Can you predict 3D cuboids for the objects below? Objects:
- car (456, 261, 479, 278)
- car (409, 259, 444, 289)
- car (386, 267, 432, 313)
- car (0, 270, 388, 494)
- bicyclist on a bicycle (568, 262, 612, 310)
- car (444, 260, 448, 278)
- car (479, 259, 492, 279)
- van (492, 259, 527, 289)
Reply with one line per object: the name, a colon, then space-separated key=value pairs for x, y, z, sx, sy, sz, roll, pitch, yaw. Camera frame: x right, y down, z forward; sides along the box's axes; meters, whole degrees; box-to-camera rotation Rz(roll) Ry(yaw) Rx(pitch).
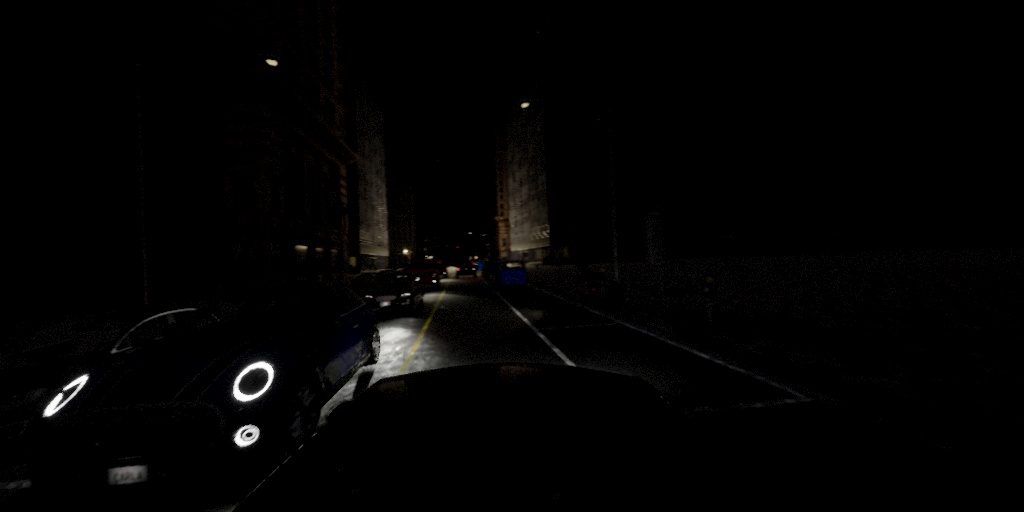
car: x=-4.881 y=1.353 z=38.076 sx=2.097 sy=1.767 sz=4.553 roll=-2 pitch=0 yaw=-8
car: x=-6.293 y=1.251 z=25.516 sx=2.150 sy=2.045 sz=5.566 roll=-2 pitch=0 yaw=-8
car: x=-4.821 y=1.444 z=15.117 sx=2.128 sy=1.511 sz=4.902 roll=-2 pitch=0 yaw=-8
car: x=-3.476 y=1.241 z=5.212 sx=2.097 sy=1.767 sz=4.553 roll=-2 pitch=0 yaw=-7
bicyclist on a bicycle: x=2.691 y=1.010 z=12.742 sx=1.656 sy=1.620 sz=0.582 roll=-12 pitch=1 yaw=-8
car: x=-8.098 y=1.360 z=38.864 sx=2.150 sy=2.045 sz=5.566 roll=-2 pitch=-1 yaw=-8
car: x=-1.622 y=1.173 z=33.904 sx=2.192 sy=1.841 sz=5.009 roll=0 pitch=0 yaw=-8
van: x=-0.098 y=1.115 z=23.092 sx=1.690 sy=1.789 sz=3.998 roll=0 pitch=0 yaw=-8
